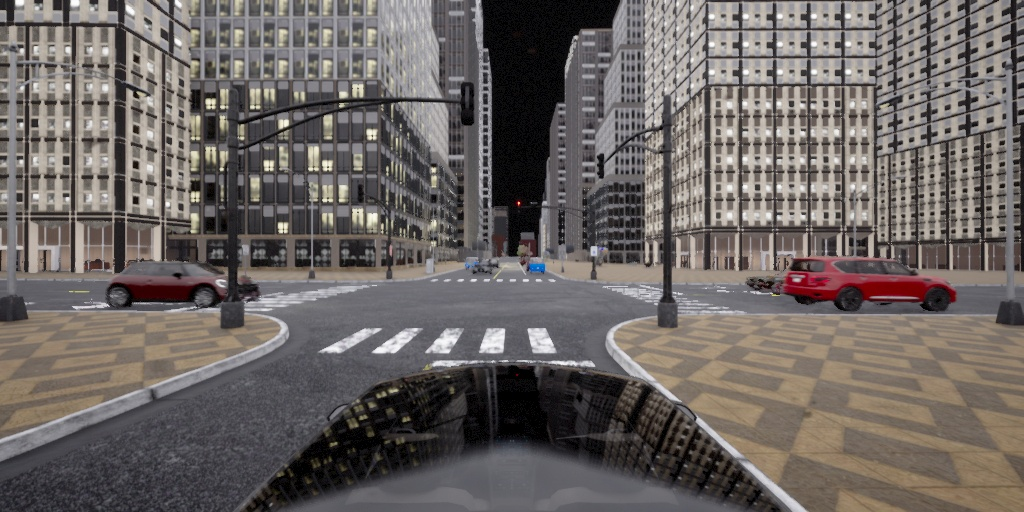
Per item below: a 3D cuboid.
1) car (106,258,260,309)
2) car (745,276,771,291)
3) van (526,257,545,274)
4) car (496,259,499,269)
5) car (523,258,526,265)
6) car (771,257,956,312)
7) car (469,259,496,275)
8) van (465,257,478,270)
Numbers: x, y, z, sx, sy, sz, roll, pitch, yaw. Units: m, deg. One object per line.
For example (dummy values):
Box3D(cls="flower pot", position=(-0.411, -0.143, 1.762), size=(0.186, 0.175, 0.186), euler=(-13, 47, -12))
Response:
Box3D(cls="car", position=(-12.377, 0.985, 13.747), size=(4.553, 1.767, 2.097), euler=(0, 0, -1))
Box3D(cls="car", position=(16.374, 1.477, 20.895), size=(4.718, 1.301, 1.895), euler=(0, 0, -1))
Box3D(cls="van", position=(2.752, 1.071, 39.944), size=(1.690, 1.789, 3.998), euler=(0, 0, 0))
Box3D(cls="car", position=(-3.038, 1.199, 56.376), size=(1.882, 1.535, 5.008), euler=(0, 0, 1))
Box3D(cls="car", position=(2.693, 1.273, 45.482), size=(1.888, 1.381, 4.507), euler=(0, 0, 0))
Box3D(cls="car", position=(13.952, 1.068, 14.251), size=(5.566, 2.045, 2.150), euler=(0, 0, -1))
Box3D(cls="car", position=(-3.153, 1.295, 38.638), size=(1.994, 1.385, 4.181), euler=(0, 0, 0))
Box3D(cls="van", position=(-5.679, 1.066, 51.065), size=(1.690, 1.789, 3.998), euler=(0, 0, 0))
